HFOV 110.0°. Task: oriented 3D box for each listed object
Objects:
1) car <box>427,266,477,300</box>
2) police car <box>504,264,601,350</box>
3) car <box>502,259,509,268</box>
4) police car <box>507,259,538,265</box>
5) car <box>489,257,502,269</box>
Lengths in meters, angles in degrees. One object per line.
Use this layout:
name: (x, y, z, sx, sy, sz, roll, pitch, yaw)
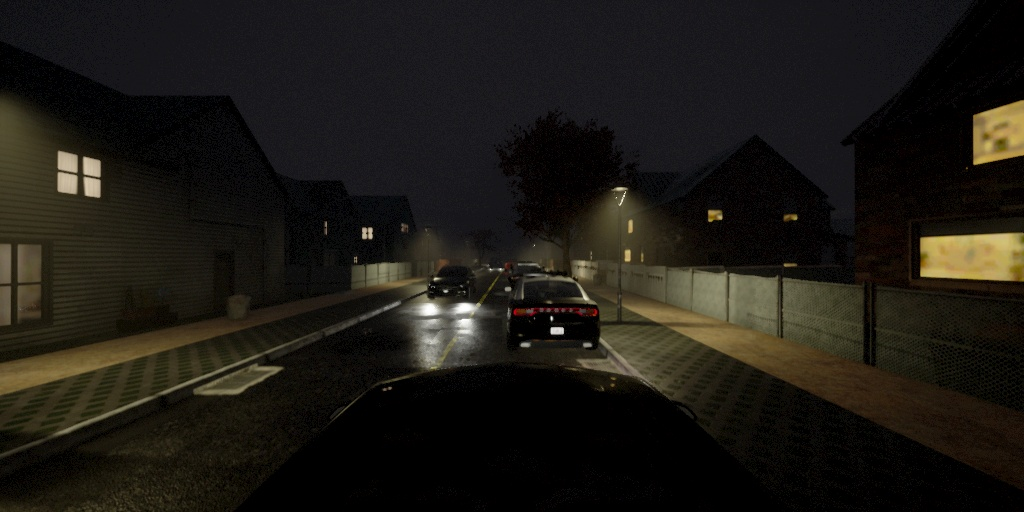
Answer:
car: (-2.825, 1.251, 17.703, 1.837, 1.490, 4.892, 0, 0, 0)
police car: (0.837, 1.173, 9.177, 1.930, 1.638, 5.238, 0, 0, 0)
car: (0.117, 1.177, 47.991, 2.097, 1.767, 4.553, 0, 0, 1)
police car: (0.854, 1.172, 19.177, 1.930, 1.638, 5.238, 0, 0, 0)
car: (-2.718, 1.114, 61.032, 2.150, 2.045, 5.566, 0, -1, 1)
